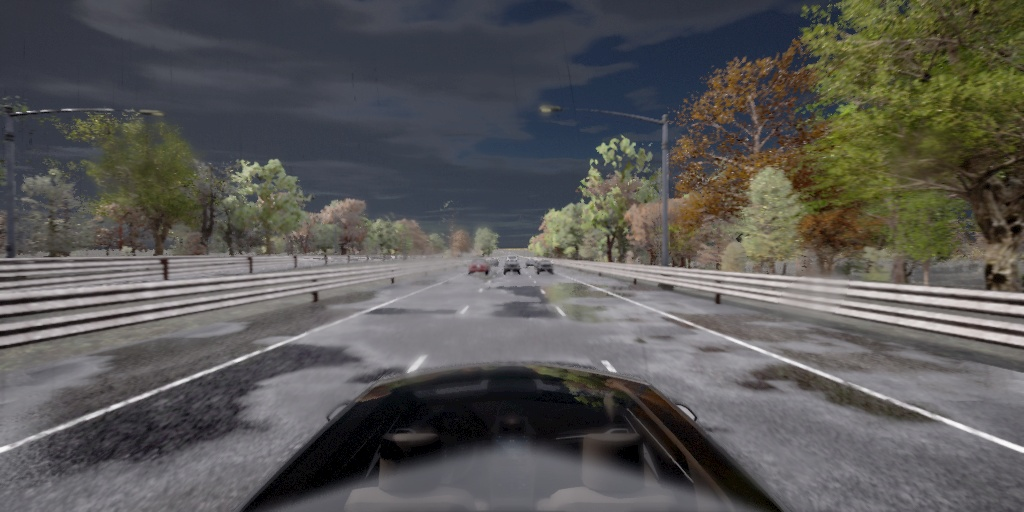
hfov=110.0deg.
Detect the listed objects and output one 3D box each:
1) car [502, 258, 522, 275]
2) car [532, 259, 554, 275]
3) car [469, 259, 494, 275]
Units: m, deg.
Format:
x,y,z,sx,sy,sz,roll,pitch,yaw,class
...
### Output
x,y,z,sx,sy,sz,roll,pitch,yaw,class
0.023,1.250,39.427,1.837,1.490,4.892,0,1,0,car
3.522,1.250,39.427,1.837,1.490,4.892,0,1,0,car
-3.480,1.094,39.330,2.097,1.767,4.553,0,0,0,car
